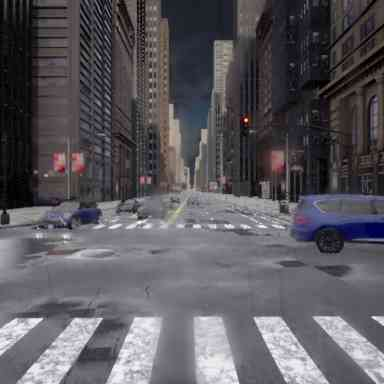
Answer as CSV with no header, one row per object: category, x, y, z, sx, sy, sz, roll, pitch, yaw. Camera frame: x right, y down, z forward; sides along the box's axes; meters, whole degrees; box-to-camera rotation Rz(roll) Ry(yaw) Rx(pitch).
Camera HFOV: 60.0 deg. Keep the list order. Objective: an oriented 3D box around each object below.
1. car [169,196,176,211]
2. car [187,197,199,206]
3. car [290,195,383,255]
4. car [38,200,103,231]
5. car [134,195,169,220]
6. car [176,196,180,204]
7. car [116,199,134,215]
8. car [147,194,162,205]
car,-3.314,1.500,41.015,1.812,1.442,4.674,0,0,0
car,0.149,1.504,54.687,2.033,1.411,5.357,0,0,0
car,6.461,1.120,12.076,5.566,2.045,2.150,-1,1,14
car,-7.431,1.345,20.788,2.097,1.767,4.553,0,0,12
car,-3.265,1.338,27.778,2.097,1.767,4.553,0,0,-2
car,-3.220,1.510,60.854,1.994,1.385,4.181,0,0,1
car,-6.569,1.484,34.456,1.837,1.490,4.892,0,0,0
car,-6.502,1.302,58.124,2.097,1.767,4.553,0,0,1
